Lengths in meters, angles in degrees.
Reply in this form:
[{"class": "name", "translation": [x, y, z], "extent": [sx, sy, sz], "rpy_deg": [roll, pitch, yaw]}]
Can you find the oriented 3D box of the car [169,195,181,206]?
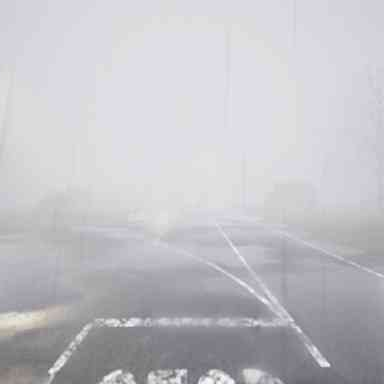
[{"class": "car", "translation": [-3.472, 1.666, 67.220], "extent": [2.150, 2.045, 5.566], "rpy_deg": [0, 0, 0]}]
